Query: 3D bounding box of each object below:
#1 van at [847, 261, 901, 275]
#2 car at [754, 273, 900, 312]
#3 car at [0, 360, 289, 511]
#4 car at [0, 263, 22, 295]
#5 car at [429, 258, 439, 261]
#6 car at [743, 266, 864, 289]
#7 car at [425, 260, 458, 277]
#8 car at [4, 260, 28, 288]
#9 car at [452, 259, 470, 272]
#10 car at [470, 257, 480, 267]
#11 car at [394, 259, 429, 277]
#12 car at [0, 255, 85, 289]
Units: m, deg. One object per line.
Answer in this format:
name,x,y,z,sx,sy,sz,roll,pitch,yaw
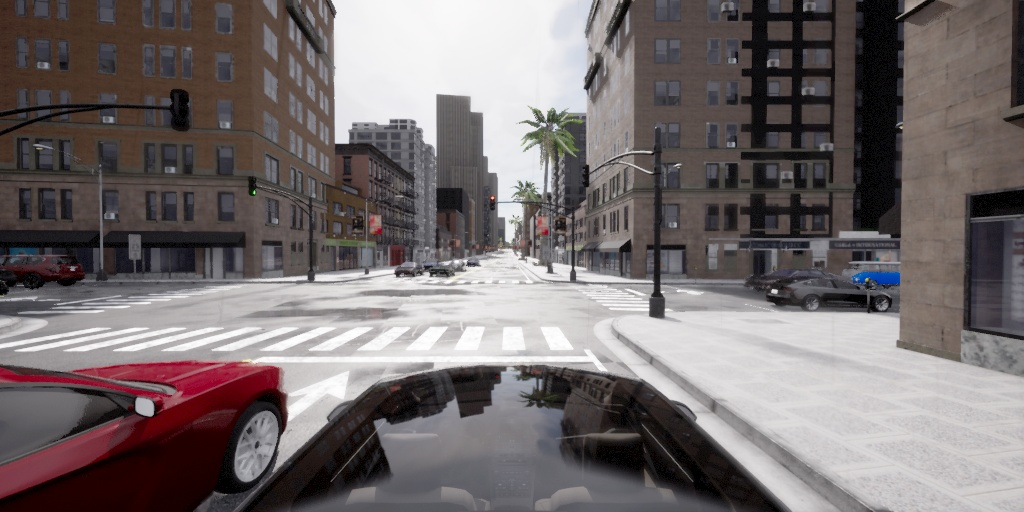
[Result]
van,23.850,1.251,23.288,3.998,1.789,1.690,0,0,0
car,12.869,1.513,14.747,4.313,1.339,1.948,0,0,0
car,-3.144,1.228,1.516,1.882,1.535,5.008,0,0,1
car,-24.113,1.124,14.613,4.892,1.490,1.837,1,1,-9
car,-10.152,1.091,45.288,2.097,1.767,4.553,0,0,0
car,16.502,1.437,20.700,5.357,1.411,2.033,0,1,0
car,-6.832,1.343,35.367,1.895,1.301,4.718,0,0,0
car,-27.519,1.058,17.310,4.892,1.490,1.837,0,1,-9
car,-6.897,1.230,44.909,2.128,1.511,4.902,0,0,0
car,-6.986,1.065,64.931,2.097,1.767,4.553,0,0,0
car,-10.086,1.290,35.695,2.033,1.411,5.357,0,0,-1
car,-27.271,0.836,19.962,5.009,1.841,2.192,0,0,-9
